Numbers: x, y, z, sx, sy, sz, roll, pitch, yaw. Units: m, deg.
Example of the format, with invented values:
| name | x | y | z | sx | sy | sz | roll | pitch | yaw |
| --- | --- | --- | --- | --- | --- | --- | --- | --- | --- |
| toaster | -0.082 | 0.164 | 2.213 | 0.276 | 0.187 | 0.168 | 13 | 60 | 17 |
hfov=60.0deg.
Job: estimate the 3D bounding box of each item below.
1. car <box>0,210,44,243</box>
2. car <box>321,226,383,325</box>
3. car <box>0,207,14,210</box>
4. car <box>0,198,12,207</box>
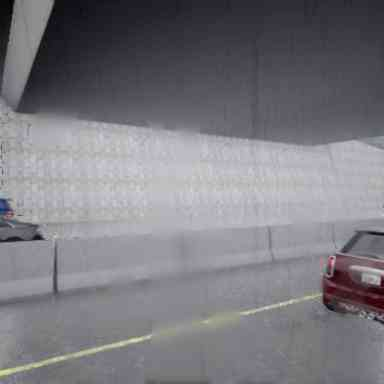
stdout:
| name | x | y | z | sx | sy | sz | roll | pitch | yaw |
| --- | --- | --- | --- | --- | --- | --- | --- | --- | --- |
| car | -7.701 | 1.555 | 11.286 | 4.902 | 1.511 | 2.128 | 0 | 0 | -32 |
| car | 4.628 | 1.404 | 6.377 | 4.553 | 1.767 | 2.097 | 0 | 0 | -32 |
| car | -9.904 | 1.570 | 14.038 | 4.902 | 1.511 | 2.128 | 0 | 0 | -32 |
| car | -12.023 | 1.315 | 16.841 | 5.566 | 2.045 | 2.150 | 0 | 0 | -32 |
